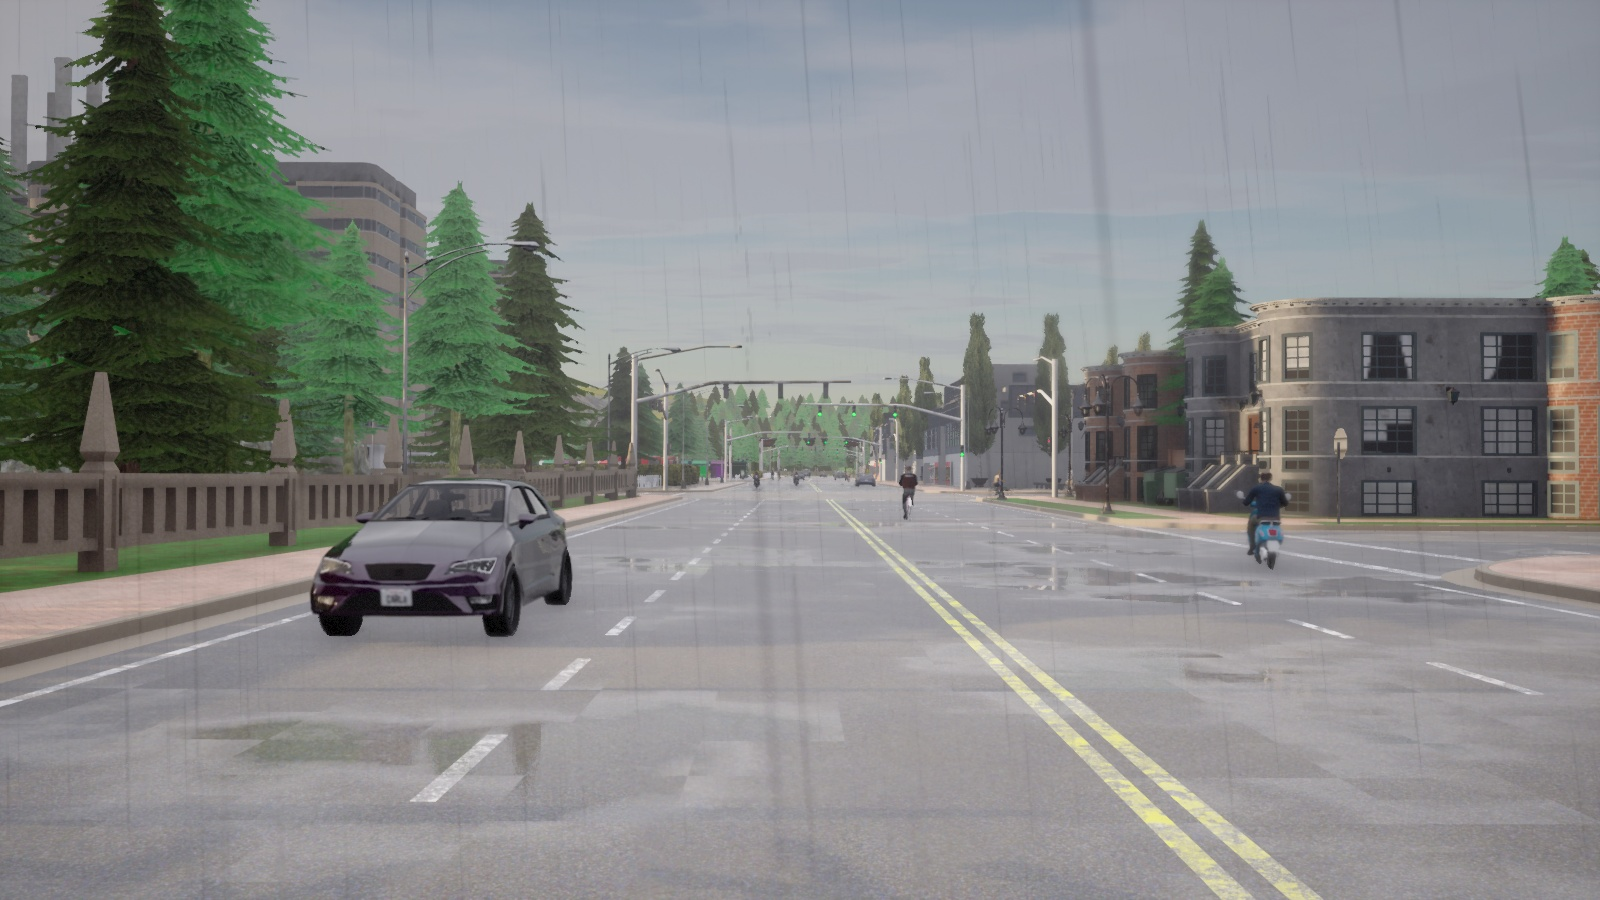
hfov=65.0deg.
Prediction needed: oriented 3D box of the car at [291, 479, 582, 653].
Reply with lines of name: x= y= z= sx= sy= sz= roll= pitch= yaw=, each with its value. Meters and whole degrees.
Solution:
car: x=-3.530 y=1.061 z=13.038 sx=1.816 sy=1.474 sz=4.193 roll=0 pitch=-1 yaw=0

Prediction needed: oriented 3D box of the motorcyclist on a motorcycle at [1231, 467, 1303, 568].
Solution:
motorcyclist on a motorcycle: x=7.766 y=1.087 z=20.960 sx=0.866 sy=1.590 sz=1.817 roll=0 pitch=-1 yaw=12
